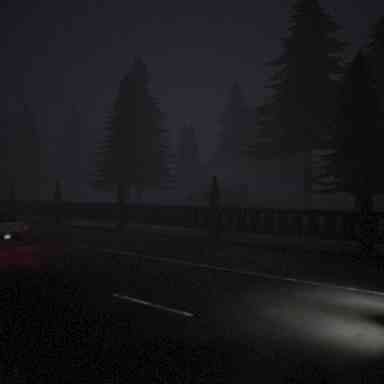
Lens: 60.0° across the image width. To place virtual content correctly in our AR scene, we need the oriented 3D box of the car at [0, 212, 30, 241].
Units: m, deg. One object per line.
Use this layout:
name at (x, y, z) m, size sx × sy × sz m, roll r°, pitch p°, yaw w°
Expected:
car at (-9.413, 1.546, 15.004) m, size 4.718 × 1.301 × 1.895 m, roll 0°, pitch 0°, yaw 35°
